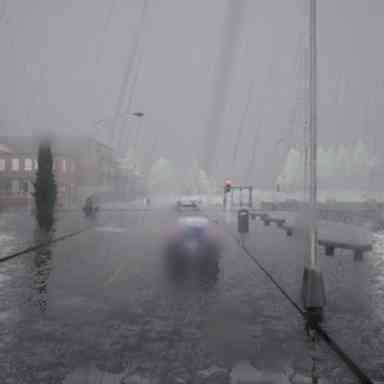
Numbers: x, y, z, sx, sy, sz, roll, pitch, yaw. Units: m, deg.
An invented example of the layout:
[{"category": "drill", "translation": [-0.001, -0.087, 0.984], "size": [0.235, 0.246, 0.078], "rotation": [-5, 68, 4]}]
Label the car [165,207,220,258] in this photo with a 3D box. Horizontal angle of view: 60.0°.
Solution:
[{"category": "car", "translation": [0.041, 1.500, 12.595], "size": [1.812, 1.442, 4.674], "rotation": [0, 0, 1]}]

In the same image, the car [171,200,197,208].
[{"category": "car", "translation": [-0.639, 1.433, 27.749], "size": [2.128, 1.511, 4.902], "rotation": [0, 0, -10]}]
